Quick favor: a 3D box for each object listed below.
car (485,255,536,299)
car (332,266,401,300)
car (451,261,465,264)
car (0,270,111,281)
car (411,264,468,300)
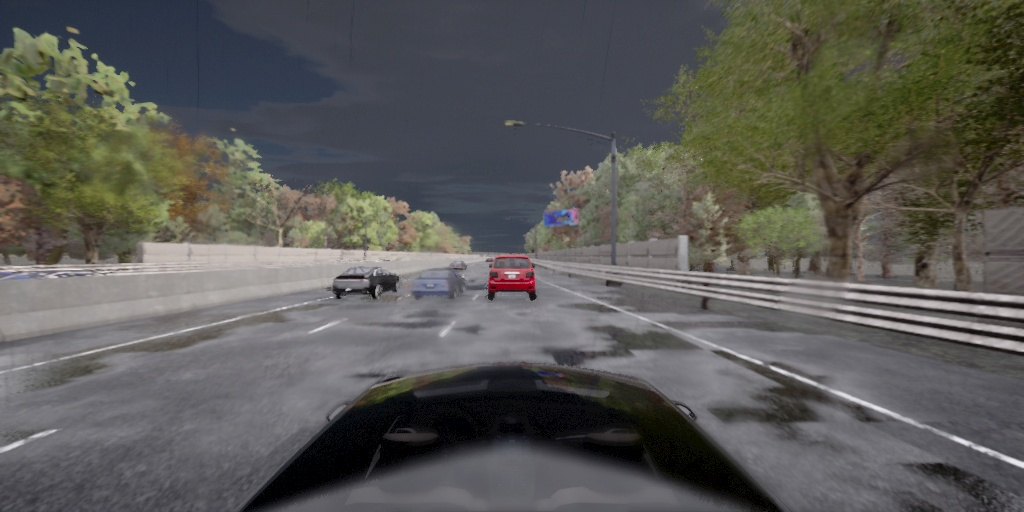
[{"bbox_3d":[-0.003,0.979,18.103,2.150,2.045,5.566,0,0,0],"label":"car"},{"bbox_3d":[-7.003,1.249,17.773,2.128,1.511,4.902,0,0,0],"label":"car"},{"bbox_3d":[-7.008,1.317,46.992,2.033,1.411,5.357,0,0,0],"label":"car"},{"bbox_3d":[-17.502,1.284,13.430,2.128,1.511,4.902,0,0,0],"label":"car"},{"bbox_3d":[-3.501,1.304,17.870,2.033,1.411,5.357,0,0,0],"label":"car"}]
